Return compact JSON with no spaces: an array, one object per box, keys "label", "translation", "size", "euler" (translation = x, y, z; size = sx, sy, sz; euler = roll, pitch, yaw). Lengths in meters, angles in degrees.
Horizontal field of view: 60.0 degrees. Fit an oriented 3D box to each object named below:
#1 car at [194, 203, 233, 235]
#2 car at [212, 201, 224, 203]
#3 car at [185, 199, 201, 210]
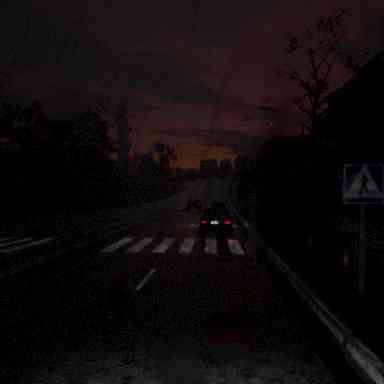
[{"label":"car","translation":[1.426,1.627,19.528],"size":[2.033,1.411,5.357],"euler":[0,0,5]},{"label":"car","translation":[3.459,1.783,44.156],"size":[1.895,1.301,4.718],"euler":[0,0,5]},{"label":"car","translation":[0.236,1.693,44.563],"size":[1.812,1.442,4.674],"euler":[0,0,5]}]
